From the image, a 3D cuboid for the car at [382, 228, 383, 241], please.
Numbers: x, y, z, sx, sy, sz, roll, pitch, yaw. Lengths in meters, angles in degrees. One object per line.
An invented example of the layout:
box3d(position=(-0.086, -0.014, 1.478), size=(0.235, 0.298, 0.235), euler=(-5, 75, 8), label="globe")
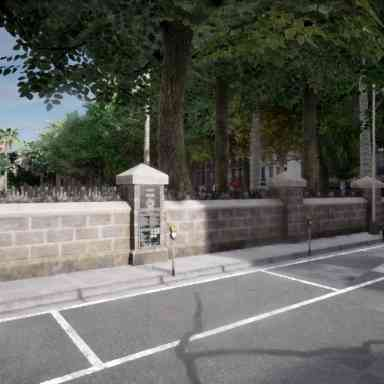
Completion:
box3d(position=(9.787, 1.310, 13.521), size=(5.009, 1.841, 2.192), euler=(0, 0, -36), label="car")
